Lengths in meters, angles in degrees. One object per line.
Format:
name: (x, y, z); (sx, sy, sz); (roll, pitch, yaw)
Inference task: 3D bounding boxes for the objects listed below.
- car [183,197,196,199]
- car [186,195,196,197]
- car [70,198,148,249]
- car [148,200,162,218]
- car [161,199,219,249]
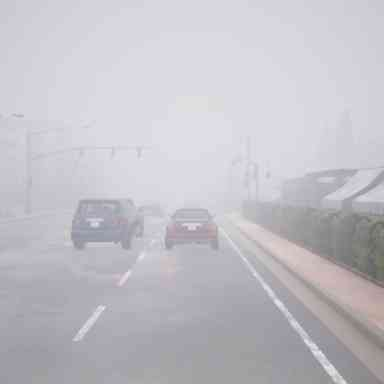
car: (0.000, 1.493, 29.650); (2.128, 1.511, 4.902); (0, 0, 0)
car: (-0.558, 1.522, 92.401); (1.812, 1.442, 4.674); (0, 0, 31)
car: (-3.500, 1.256, 14.680); (2.150, 2.045, 5.566); (0, 0, 0)
car: (-3.500, 1.483, 29.650); (1.882, 1.535, 5.008); (0, 0, 0)
car: (0.000, 1.364, 14.620); (2.097, 1.767, 4.553); (0, 0, 0)
